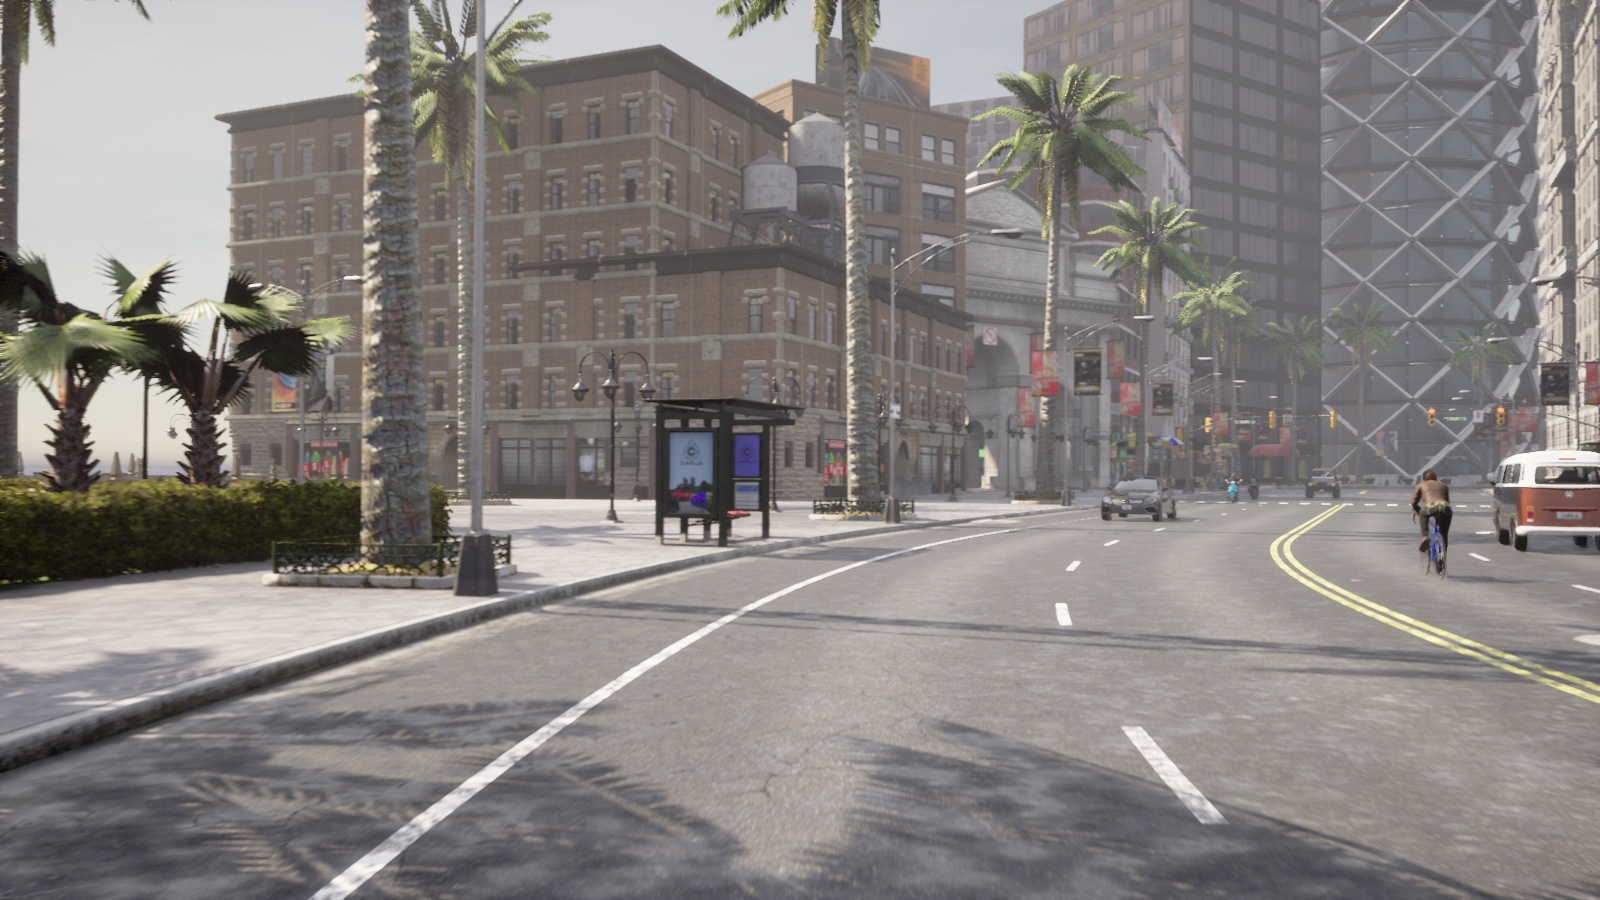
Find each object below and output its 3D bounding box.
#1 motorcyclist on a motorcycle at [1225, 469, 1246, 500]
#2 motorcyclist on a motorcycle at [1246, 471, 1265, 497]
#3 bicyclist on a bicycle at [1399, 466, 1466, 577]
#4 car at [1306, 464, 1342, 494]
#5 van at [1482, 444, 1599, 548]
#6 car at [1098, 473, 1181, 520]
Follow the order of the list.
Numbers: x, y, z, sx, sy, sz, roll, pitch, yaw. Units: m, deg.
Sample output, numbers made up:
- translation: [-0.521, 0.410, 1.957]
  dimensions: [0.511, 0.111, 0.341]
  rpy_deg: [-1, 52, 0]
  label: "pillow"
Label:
- translation: [22.875, 1.799, 65.969]
  dimensions: [0.866, 1.590, 1.817]
  rpy_deg: [-1, -1, 25]
  label: "motorcyclist on a motorcycle"
- translation: [27.361, 2.024, 75.425]
  dimensions: [0.866, 1.530, 2.191]
  rpy_deg: [-1, -1, 25]
  label: "motorcyclist on a motorcycle"
- translation: [9.592, 1.056, 19.093]
  dimensions: [0.582, 1.620, 1.656]
  rpy_deg: [0, -1, 15]
  label: "bicyclist on a bicycle"
- translation: [33.550, 1.847, 80.313]
  dimensions: [1.905, 1.878, 3.866]
  rpy_deg: [-1, -1, 25]
  label: "car"
- translation: [16.062, 0.936, 26.882]
  dimensions: [2.069, 2.038, 4.480]
  rpy_deg: [-1, -1, 22]
  label: "van"
- translation: [11.281, 1.499, 41.520]
  dimensions: [1.812, 1.442, 4.674]
  rpy_deg: [-1, -1, 25]
  label: "car"
